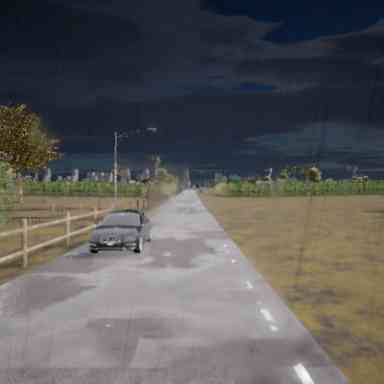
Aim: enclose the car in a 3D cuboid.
[{"bbox_3d":[-2.759,1.524,13.674,1.837,1.490,4.892,0,0,0],"label":"car"}]
